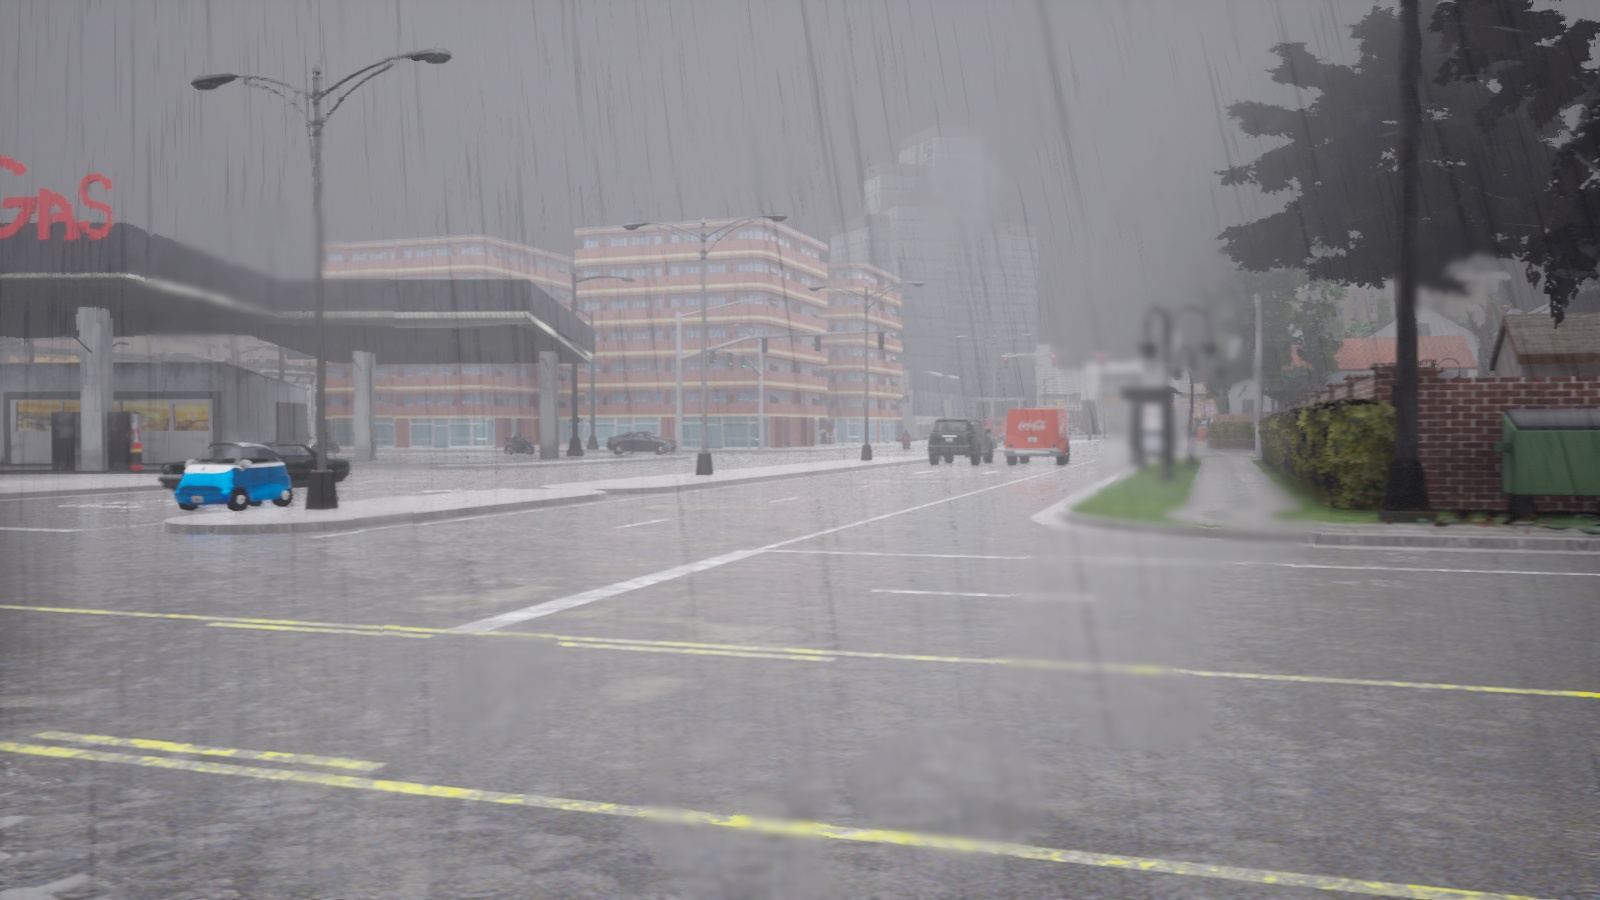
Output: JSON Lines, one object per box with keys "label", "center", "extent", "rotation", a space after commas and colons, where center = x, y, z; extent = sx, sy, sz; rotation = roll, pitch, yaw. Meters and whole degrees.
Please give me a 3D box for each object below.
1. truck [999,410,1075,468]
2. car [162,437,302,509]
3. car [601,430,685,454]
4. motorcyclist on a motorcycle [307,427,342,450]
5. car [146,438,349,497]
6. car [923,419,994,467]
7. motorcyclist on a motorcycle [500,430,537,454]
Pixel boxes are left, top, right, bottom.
{"label": "truck", "center": [10.578, -0.511, 55.636], "extent": [2.627, 2.467, 5.204], "rotation": [1, 1, 18]}
{"label": "car", "center": [-11.534, 0.429, 25.587], "extent": [1.481, 1.376, 2.207], "rotation": [1, 1, 18]}
{"label": "car", "center": [-9.984, -0.536, 79.975], "extent": [4.902, 1.511, 2.128], "rotation": [0, 1, 17]}
{"label": "motorcyclist on a motorcycle", "center": [-34.615, -0.817, 91.417], "extent": [2.350, 1.649, 0.766], "rotation": [0, 1, 17]}
{"label": "car", "center": [-13.446, 0.381, 30.930], "extent": [1.895, 1.301, 4.718], "rotation": [1, 1, 18]}
{"label": "car", "center": [7.193, -0.333, 56.547], "extent": [2.150, 2.045, 5.566], "rotation": [1, 1, 18]}
{"label": "motorcyclist on a motorcycle", "center": [-18.535, -0.533, 82.696], "extent": [2.191, 1.530, 0.866], "rotation": [0, 1, 17]}
